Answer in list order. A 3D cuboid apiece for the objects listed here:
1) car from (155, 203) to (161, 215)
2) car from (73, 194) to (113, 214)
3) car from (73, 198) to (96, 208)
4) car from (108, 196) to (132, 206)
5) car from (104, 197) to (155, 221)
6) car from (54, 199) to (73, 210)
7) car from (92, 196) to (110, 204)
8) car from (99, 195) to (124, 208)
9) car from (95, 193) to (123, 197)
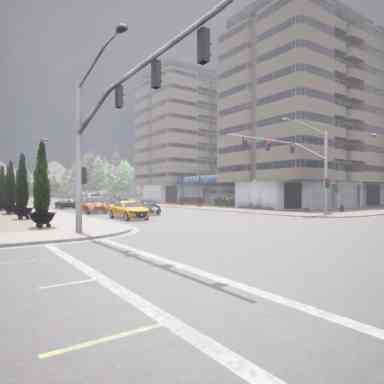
[{"bbox_3d":[-4.818,1.491,32.884,2.128,1.511,4.902,0,0,-35],"label":"car"},{"bbox_3d":[-10.436,1.352,34.836,2.097,1.767,4.553,0,0,-35],"label":"car"},{"bbox_3d":[-15.820,1.601,48.737,1.895,1.301,4.718,0,0,-35],"label":"car"},{"bbox_3d":[-12.199,1.491,56.122,2.128,1.511,4.902,0,0,-35],"label":"car"},{"bbox_3d":[-5.251,1.478,27.373,1.882,1.535,5.008,0,0,-35],"label":"car"},{"bbox_3d":[-16.610,1.601,43.729,1.895,1.301,4.718,0,0,-35],"label":"car"},{"bbox_3d":[-17.509,1.505,63.759,1.837,1.490,4.892,0,0,-34],"label":"car"},{"bbox_3d":[-12.147,1.352,49.913,2.097,1.767,4.553,0,0,-35],"label":"car"},{"bbox_3d":[-9.987,1.352,40.326,2.097,1.767,4.553,0,0,-35],"label":"car"}]
